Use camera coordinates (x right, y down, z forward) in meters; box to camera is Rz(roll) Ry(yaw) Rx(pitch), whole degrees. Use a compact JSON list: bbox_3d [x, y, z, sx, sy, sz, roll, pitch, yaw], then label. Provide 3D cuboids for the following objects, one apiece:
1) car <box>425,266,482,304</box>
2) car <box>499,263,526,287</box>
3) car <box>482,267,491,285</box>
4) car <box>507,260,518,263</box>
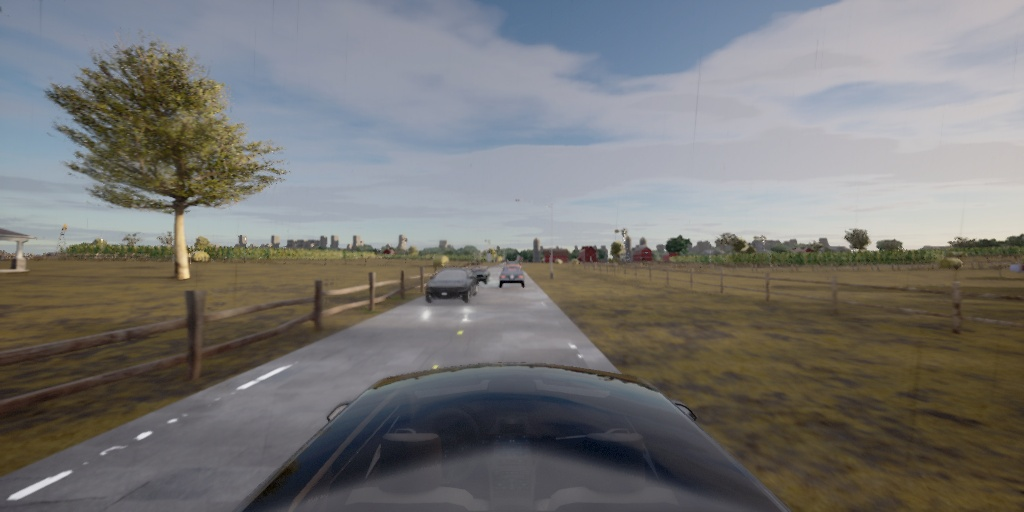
[{"bbox_3d":[-2.778,1.316,17.309,1.882,1.535,5.008,0,-1,0],"label":"car"},{"bbox_3d":[0.014,1.441,26.206,2.033,1.411,5.357,0,0,0],"label":"car"},{"bbox_3d":[-2.760,1.509,28.469,1.895,1.301,4.718,0,0,0],"label":"car"},{"bbox_3d":[0.065,1.372,45.126,2.097,1.767,4.553,0,0,0],"label":"car"}]
